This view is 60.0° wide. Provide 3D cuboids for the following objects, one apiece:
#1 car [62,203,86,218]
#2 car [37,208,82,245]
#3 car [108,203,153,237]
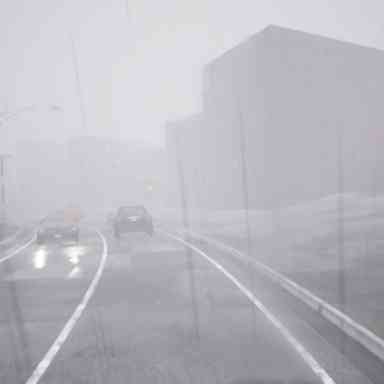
[{"bbox_3d":[-13.647,2.073,37.302,2.097,1.767,4.553,-3,1,-38],"label":"car"},{"bbox_3d":[-6.751,1.753,17.082,1.812,1.442,4.674,-1,-1,-19],"label":"car"},{"bbox_3d":[-3.742,1.520,19.543,2.097,1.767,4.553,-2,0,-19],"label":"car"}]
